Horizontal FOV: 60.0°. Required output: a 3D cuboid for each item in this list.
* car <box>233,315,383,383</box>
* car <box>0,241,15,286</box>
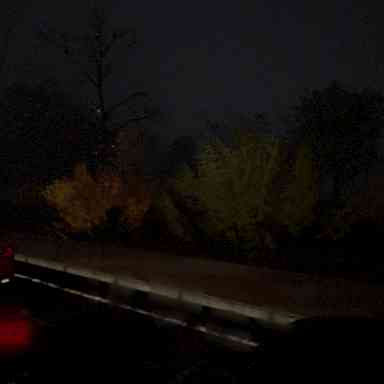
[{"bbox_3d":[2.542,1.431,1.739,4.856,1.649,2.033,0,0,36],"label":"car"},{"bbox_3d":[-6.288,1.492,8.172,5.008,1.535,1.882,0,0,37],"label":"car"}]
